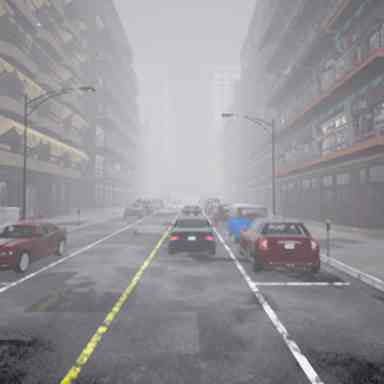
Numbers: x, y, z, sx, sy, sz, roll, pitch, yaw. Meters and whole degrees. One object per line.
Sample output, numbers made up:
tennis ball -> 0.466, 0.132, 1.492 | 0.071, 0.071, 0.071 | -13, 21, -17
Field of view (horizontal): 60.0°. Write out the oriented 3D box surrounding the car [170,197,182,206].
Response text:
car -> -3.010, 2.176, 71.795 | 2.128, 1.511, 4.902 | 0, -1, 0

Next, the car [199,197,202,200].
car -> 2.991, 2.096, 70.059 | 1.801, 1.575, 5.366 | 0, -1, 0

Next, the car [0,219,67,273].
car -> -5.678, 1.649, 11.113 | 1.887, 1.381, 4.507 | 1, -1, 0

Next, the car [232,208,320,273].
car -> 2.705, 1.545, 11.167 | 1.967, 1.590, 4.097 | 1, -1, 0

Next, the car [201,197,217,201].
car -> 2.703, 1.725, 44.410 | 2.192, 1.841, 5.009 | 1, -1, 0

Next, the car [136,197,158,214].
car -> -5.677, 1.675, 38.817 | 2.192, 1.841, 5.009 | 1, -1, 0

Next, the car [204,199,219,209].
car -> 2.700, 1.905, 38.869 | 1.887, 1.381, 4.507 | 1, -1, 0

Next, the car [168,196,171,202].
car -> -5.683, 2.120, 88.679 | 2.192, 1.841, 5.009 | 1, -1, 0

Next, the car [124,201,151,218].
car -> -5.681, 1.860, 33.274 | 2.008, 1.369, 4.403 | 1, -1, 0

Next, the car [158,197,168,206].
car -> -5.679, 1.824, 55.437 | 2.192, 1.841, 5.009 | 1, -1, 0

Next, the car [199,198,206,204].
car -> 2.693, 2.388, 88.730 | 1.802, 1.307, 4.206 | 1, -1, 0

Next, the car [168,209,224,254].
car -> 0.000, 1.679, 14.005 | 2.033, 1.411, 5.357 | 0, -1, 0

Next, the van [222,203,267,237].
van -> 2.706, 1.498, 16.708 | 1.690, 1.788, 3.998 | 1, -1, 0

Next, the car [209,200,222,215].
car -> 2.703, 1.699, 27.788 | 1.967, 1.590, 4.097 | 1, -1, 0

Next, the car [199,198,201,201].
car -> 2.697, 2.060, 55.489 | 2.008, 1.369, 4.403 | 1, -1, 0

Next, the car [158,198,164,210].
car -> -5.682, 1.983, 49.726 | 1.752, 1.417, 4.829 | 1, -1, 0

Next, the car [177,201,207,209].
car -> -0.003, 1.818, 29.007 | 2.033, 1.411, 5.357 | 0, 0, 0
